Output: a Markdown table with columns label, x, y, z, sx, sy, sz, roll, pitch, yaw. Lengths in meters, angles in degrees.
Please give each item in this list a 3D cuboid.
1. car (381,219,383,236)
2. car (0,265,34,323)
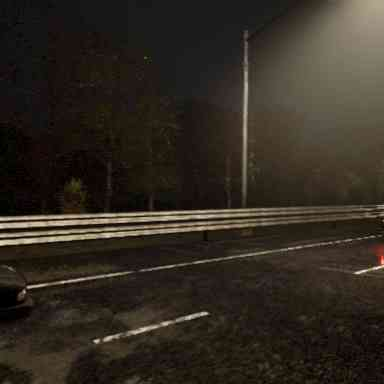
| label | x | y | z | sx | sy | sz | roll | pitch | yaw |
| --- | --- | --- | --- | --- | --- | --- | --- | --- | --- |
| car | 10.940 | 1.541 | 15.980 | 4.902 | 1.511 | 2.128 | 1 | 0 | -36 |
| car | -5.108 | 1.459 | 4.339 | 5.357 | 1.411 | 2.033 | 0 | 0 | -36 |
